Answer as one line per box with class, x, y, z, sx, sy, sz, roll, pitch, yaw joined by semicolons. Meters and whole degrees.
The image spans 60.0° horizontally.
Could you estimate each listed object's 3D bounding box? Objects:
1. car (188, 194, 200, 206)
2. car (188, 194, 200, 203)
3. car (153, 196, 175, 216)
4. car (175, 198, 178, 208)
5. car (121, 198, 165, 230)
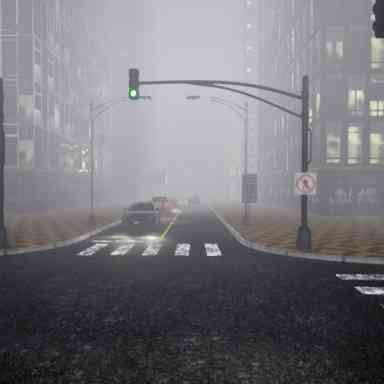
car;0.281;1.283;50.104;2.033;1.411;5.357;0;0;0
car;0.340;1.182;60.520;2.128;1.511;4.902;0;0;0
car;-2.923;1.176;30.214;2.097;1.767;4.553;0;0;0
car;-2.849;1.366;42.375;1.895;1.301;4.718;0;0;0
car;-2.980;1.351;20.321;1.882;1.535;5.008;0;0;0
